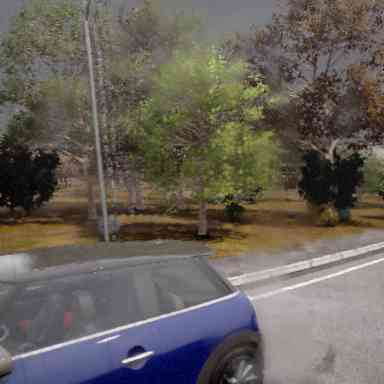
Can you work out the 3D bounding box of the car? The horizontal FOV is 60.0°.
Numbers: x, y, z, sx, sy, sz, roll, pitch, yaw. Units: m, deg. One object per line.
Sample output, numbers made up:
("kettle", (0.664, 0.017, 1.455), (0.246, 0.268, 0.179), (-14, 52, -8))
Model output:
("car", (-1.447, 1.361, 3.084), (4.553, 1.767, 2.097), (0, 0, -37))
